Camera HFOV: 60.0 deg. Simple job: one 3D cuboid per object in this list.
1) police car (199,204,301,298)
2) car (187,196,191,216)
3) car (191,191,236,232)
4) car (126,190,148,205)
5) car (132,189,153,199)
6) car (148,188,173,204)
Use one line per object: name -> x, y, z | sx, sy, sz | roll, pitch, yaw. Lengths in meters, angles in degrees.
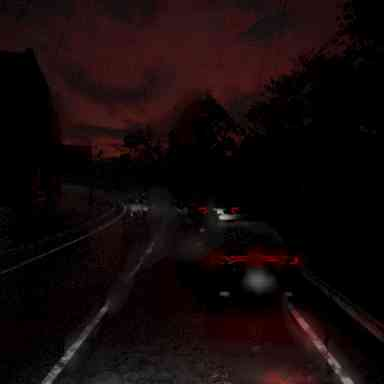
police car -> 1.226, 1.343, 8.520 | 1.930, 1.638, 5.238 | 0, 1, 1
car -> 0.885, 0.919, 24.745 | 2.150, 2.045, 5.566 | 0, 1, -5
car -> 1.236, 1.014, 18.589 | 2.150, 2.045, 5.566 | 0, 1, -2
car -> -7.288, 0.746, 42.162 | 2.128, 1.511, 4.902 | 1, 2, -17
car -> -8.422, 0.373, 55.722 | 2.033, 1.411, 5.357 | 1, 2, -25
car -> -4.056, 0.496, 43.620 | 2.150, 2.045, 5.566 | 1, 2, -18
